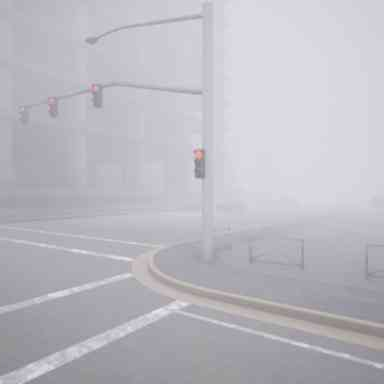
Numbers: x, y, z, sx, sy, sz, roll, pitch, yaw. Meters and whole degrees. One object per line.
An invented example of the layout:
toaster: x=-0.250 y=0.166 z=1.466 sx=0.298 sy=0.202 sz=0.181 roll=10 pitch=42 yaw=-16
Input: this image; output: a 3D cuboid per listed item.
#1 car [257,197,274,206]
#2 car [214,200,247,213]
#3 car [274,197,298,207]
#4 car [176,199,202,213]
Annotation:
car: x=12.076 y=1.521 z=53.674 sx=1.994 sy=1.385 sz=4.181 roll=0 pitch=0 yaw=36
car: x=4.317 y=1.546 z=36.974 sx=1.895 sy=1.301 sz=4.718 roll=0 pitch=0 yaw=36
car: x=14.944 y=1.469 z=51.667 sx=1.882 sy=1.535 sz=5.008 roll=0 pitch=0 yaw=36
car: x=0.199 y=1.471 z=37.212 sx=1.812 sy=1.442 sz=4.674 roll=0 pitch=0 yaw=35
